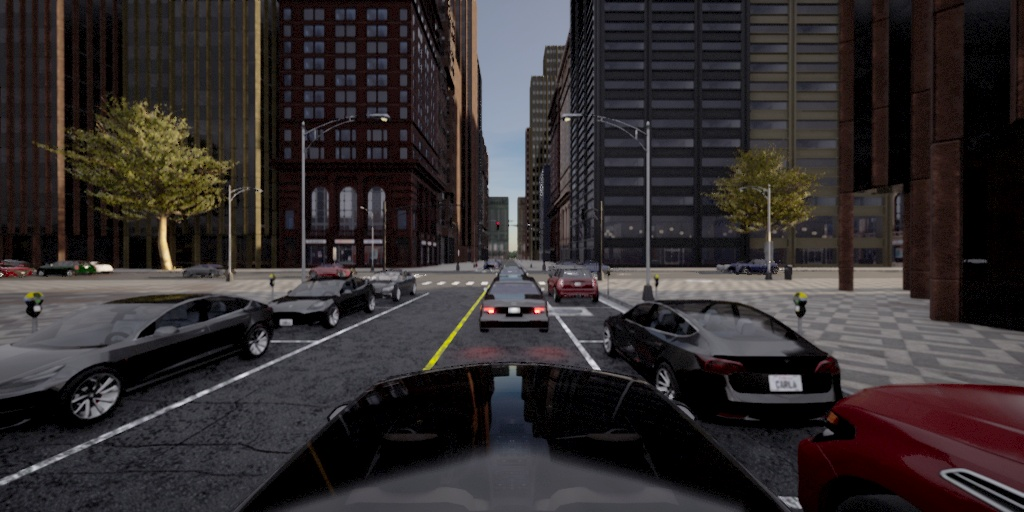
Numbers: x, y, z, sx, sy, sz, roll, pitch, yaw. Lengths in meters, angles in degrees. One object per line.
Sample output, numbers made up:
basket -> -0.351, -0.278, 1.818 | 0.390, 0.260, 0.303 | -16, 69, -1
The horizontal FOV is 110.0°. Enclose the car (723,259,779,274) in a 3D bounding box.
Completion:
car -> 25.853, 1.058, 38.592 | 4.553, 1.767, 2.097 | 0, 0, 0

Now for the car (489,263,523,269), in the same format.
car -> 0.001, 1.310, 20.872 | 2.033, 1.411, 5.357 | 0, 0, 0

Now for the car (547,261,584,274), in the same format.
car -> 6.268, 1.301, 42.048 | 4.181, 1.385, 1.994 | 0, 1, 6

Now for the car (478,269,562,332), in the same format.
car -> 0.065, 1.303, 10.800 | 2.033, 1.411, 5.357 | 0, 0, 0

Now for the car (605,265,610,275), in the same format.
car -> 8.374, 1.308, 38.561 | 4.181, 1.385, 1.994 | 0, 0, 0

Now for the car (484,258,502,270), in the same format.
car -> -3.048, 1.153, 53.279 | 2.097, 1.767, 4.553 | 0, 0, 0

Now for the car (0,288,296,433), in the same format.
car -> -5.763, 1.318, 5.691 | 1.948, 1.339, 4.313 | 0, 0, 0

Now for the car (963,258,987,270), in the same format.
car -> 48.434, 1.014, 38.551 | 4.553, 1.767, 2.097 | 0, 0, 0

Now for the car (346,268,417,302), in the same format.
car -> -5.761, 1.310, 16.964 | 2.007, 1.370, 4.403 | 0, 0, 0

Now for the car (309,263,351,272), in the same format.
car -> -17.460, 1.388, 35.057 | 4.181, 1.385, 1.994 | 0, 0, 0

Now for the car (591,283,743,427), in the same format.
car -> 2.762, 1.318, 5.692 | 1.948, 1.339, 4.313 | 0, 0, 0

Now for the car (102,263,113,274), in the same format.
car -> -49.218, 1.412, 41.622 | 4.674, 1.442, 1.812 | 0, 0, 1

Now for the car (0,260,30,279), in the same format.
car -> -50.296, 1.395, 35.070 | 5.008, 1.535, 1.882 | 0, 0, 0

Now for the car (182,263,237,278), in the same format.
car -> -29.488, 1.421, 35.033 | 4.181, 1.385, 1.994 | 0, 0, 0

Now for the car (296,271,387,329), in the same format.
car -> -5.762, 1.322, 11.327 | 1.948, 1.339, 4.313 | 0, 0, 0

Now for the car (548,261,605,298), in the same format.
car -> 2.764, 1.200, 16.964 | 1.967, 1.591, 4.097 | 0, 0, 0

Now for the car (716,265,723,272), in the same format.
car -> 26.549, 1.291, 41.846 | 4.718, 1.301, 1.895 | 0, 0, 0

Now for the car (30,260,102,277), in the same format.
car -> -47.661, 1.248, 38.391 | 4.553, 1.767, 2.097 | 0, 0, 0
